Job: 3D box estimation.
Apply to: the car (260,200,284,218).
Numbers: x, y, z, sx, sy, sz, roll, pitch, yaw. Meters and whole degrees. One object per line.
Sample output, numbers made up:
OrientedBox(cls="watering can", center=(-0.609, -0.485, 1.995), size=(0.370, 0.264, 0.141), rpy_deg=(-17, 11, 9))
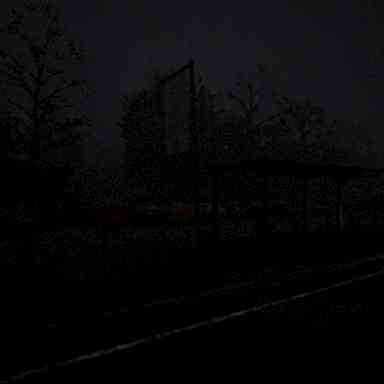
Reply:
OrientedBox(cls="car", center=(5.522, 1.530, 30.657), size=(2.097, 1.535, 5.008), rpy_deg=(0, 0, -36))

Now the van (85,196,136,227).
OrientedBox(cls="van", center=(-5.834, 1.275, 22.677), size=(1.878, 1.987, 4.442), rpy_deg=(0, 0, -36))

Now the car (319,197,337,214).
OrientedBox(cls="car", center=(12.405, 1.547, 35.341), size=(1.946, 1.575, 5.366), rpy_deg=(0, 0, -36))

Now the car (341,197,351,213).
OrientedBox(cls="car", center=(14.540, 1.587, 37.131), size=(2.163, 1.488, 4.792), rpy_deg=(0, 0, -36))

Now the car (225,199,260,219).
OrientedBox(cls="car", center=(3.249, 1.398, 29.064), size=(2.185, 1.767, 4.553), rpy_deg=(0, 0, -36))

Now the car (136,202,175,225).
OrientedBox(cls="car", center=(-3.507, 1.547, 24.193), size=(2.002, 1.452, 4.674), rpy_deg=(0, 0, -36))

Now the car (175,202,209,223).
OrientedBox(cls="car", center=(-1.246, 1.512, 25.806), size=(2.097, 1.535, 5.008), rpy_deg=(0, 0, -36))

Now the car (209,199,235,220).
OrientedBox(cls="car", center=(1.010, 1.558, 27.423), size=(2.002, 1.452, 4.674), rpy_deg=(0, 0, -36))

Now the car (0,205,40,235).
OrientedBox(cls="car", center=(-10.265, 1.520, 19.331), size=(2.163, 1.488, 4.792), rpy_deg=(0, 0, -36))

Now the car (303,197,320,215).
OrientedBox(cls="car", center=(10.023, 1.573, 33.903), size=(2.163, 1.488, 4.792), rpy_deg=(0, 0, -36))

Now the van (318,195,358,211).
OrientedBox(cls="van", center=(16.882, 1.339, 38.625), size=(1.878, 1.987, 4.442), rpy_deg=(0, 0, -36))

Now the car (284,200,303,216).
OrientedBox(cls="car", center=(7.786, 1.538, 32.261), size=(2.231, 1.521, 4.892), rpy_deg=(0, 0, -36))
